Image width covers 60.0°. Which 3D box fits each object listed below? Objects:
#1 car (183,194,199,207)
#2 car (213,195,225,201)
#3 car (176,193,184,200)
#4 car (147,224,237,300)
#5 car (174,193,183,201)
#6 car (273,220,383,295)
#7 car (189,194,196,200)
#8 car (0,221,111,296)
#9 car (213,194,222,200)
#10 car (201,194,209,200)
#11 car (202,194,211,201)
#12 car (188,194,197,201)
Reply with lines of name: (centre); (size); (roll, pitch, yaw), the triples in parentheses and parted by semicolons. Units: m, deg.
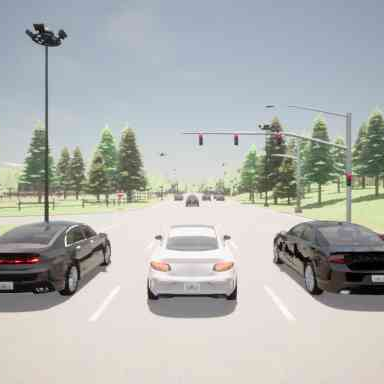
car: (0.063, 1.352, 52.125); (2.097, 1.767, 4.553); (0, 0, 0)
car: (7.100, 1.517, 82.759); (2.128, 1.511, 4.902); (0, 0, 0)
car: (-3.388, 1.188, 93.162); (2.097, 1.767, 4.553); (0, 0, 0)
car: (0.016, 1.526, 8.252); (1.812, 1.442, 4.674); (0, 0, 0)
car: (-3.400, 1.544, 83.155); (1.994, 1.385, 4.181); (0, 0, 0)
car: (3.522, 1.478, 8.743); (1.882, 1.535, 5.008); (0, 0, 0)
car: (0.112, 1.332, 93.188); (1.837, 1.490, 4.892); (0, 0, 0)
car: (-3.479, 1.505, 8.646); (1.837, 1.490, 4.892); (0, 0, 0)
car: (7.112, 1.385, 93.179); (1.994, 1.385, 4.181); (0, 0, 0)
car: (3.612, 1.372, 93.183); (2.033, 1.411, 5.357); (0, 0, 0)
car: (3.600, 1.348, 83.150); (2.097, 1.767, 4.553); (0, 0, 0)
car: (0.100, 1.348, 83.154); (2.097, 1.767, 4.553); (0, 0, 0)
